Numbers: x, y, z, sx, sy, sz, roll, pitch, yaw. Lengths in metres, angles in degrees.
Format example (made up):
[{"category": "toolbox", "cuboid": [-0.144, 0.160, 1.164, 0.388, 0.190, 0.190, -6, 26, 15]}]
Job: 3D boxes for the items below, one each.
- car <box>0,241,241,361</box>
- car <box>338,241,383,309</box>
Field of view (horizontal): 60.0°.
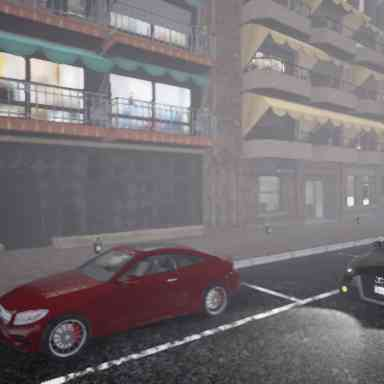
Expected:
[{"category": "car", "cuboid": [-0.979, 1.583, 5.846, 4.206, 1.307, 1.802, 0, -1, -36]}, {"category": "car", "cuboid": [4.970, 1.549, 6.990, 4.181, 1.385, 1.994, 0, 0, -35]}]
